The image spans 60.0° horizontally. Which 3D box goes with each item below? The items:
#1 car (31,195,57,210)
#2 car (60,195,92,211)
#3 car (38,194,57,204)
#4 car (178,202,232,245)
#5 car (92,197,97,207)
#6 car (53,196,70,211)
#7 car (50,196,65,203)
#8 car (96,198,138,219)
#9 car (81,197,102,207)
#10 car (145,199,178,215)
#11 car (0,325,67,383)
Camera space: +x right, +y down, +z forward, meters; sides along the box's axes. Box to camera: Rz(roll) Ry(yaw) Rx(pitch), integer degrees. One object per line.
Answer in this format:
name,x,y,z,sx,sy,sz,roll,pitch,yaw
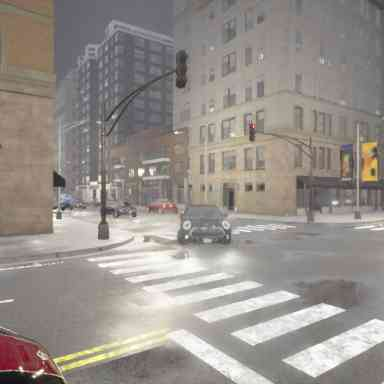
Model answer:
car,-19.190,1.268,42.953,2.192,1.841,5.009,0,0,-35
car,-14.224,1.455,40.318,2.128,1.511,4.902,0,0,-35
car,-23.183,1.097,53.201,1.882,1.535,5.008,0,0,-35
car,0.530,1.334,15.344,2.097,1.767,4.553,0,0,-2
car,-12.630,1.564,47.570,1.802,1.307,4.206,0,0,-35
car,-16.051,1.520,38.494,1.947,1.339,4.313,0,0,-35
car,-28.333,1.561,69.863,1.947,1.339,4.313,0,0,-35
car,-6.474,1.477,29.303,1.837,1.490,4.892,0,0,-35
car,-15.868,1.508,52.168,1.752,1.417,4.829,0,0,-35
car,-3.207,1.428,34.196,1.967,1.590,4.097,0,0,-35
car,-2.843,1.352,1.441,4.553,1.767,2.097,0,0,-36
